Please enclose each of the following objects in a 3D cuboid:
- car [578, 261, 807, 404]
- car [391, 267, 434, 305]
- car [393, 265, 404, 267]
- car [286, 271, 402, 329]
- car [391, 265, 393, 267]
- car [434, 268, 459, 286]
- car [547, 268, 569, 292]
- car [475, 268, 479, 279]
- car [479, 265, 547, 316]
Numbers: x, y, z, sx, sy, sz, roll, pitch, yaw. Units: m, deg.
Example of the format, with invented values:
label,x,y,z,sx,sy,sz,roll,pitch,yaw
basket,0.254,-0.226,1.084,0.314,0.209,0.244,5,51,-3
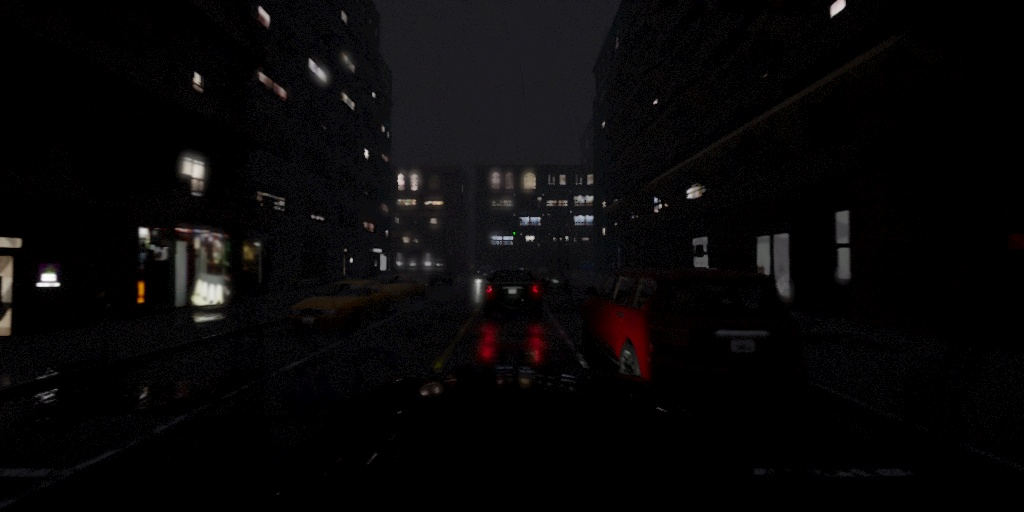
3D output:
label,x,y,z,sx,sy,sz,roll,pitch,yaw
car,2.565,1.115,6.377,2.192,1.841,5.009,0,0,0
car,-5.298,1.448,17.306,1.751,1.417,4.829,0,0,0
car,-19.709,2.133,59.274,4.403,1.370,2.007,0,0,0
car,-5.306,1.386,11.742,1.751,1.417,4.829,0,0,0
car,-19.664,1.836,51.137,4.097,1.591,1.967,0,0,0
car,-5.287,1.617,28.604,1.948,1.339,4.313,0,0,0
car,2.562,1.553,23.066,1.948,1.339,4.313,0,0,0
car,-2.809,1.710,39.650,1.812,1.442,4.674,0,-1,1
car,0.041,1.237,14.212,2.097,1.767,4.553,0,-1,0
